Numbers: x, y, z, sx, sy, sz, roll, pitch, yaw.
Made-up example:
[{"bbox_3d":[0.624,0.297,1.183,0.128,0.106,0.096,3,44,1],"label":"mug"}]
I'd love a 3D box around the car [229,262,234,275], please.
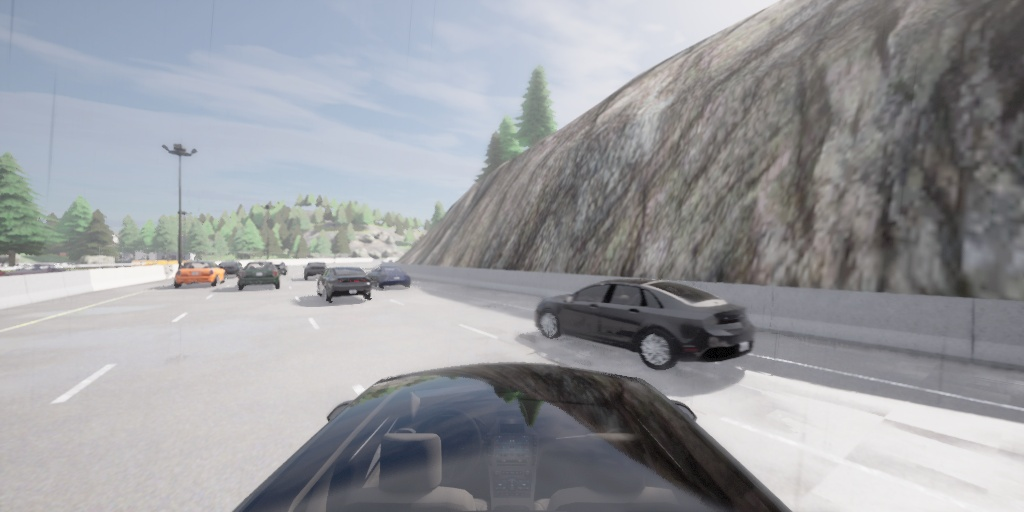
[{"bbox_3d":[-26.553,1.273,33.969,1.837,1.490,4.892,0,0,-29],"label":"car"}]

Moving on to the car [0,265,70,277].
[{"bbox_3d":[-34.496,1.337,26.191,1.994,1.385,4.181,0,0,-29],"label":"car"}]

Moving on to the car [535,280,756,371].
[{"bbox_3d":[2.459,1.257,7.901,1.837,1.490,4.892,0,0,-34],"label":"car"}]

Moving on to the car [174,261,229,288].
[{"bbox_3d":[-21.060,1.114,24.378,2.097,1.767,4.553,0,0,-32],"label":"car"}]

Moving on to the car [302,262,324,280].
[{"bbox_3d":[-17.514,1.270,32.076,1.837,1.490,4.892,0,0,-30],"label":"car"}]

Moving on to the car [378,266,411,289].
[{"bbox_3d":[-8.156,1.326,23.595,1.994,1.385,4.181,0,0,-33],"label":"car"}]

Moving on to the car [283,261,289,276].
[{"bbox_3d":[-23.872,1.260,36.372,2.128,1.511,4.902,0,0,-28],"label":"car"}]

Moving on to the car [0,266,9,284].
[{"bbox_3d":[-37.559,1.381,24.496,1.895,1.301,4.718,0,0,-29],"label":"car"}]

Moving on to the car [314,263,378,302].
[{"bbox_3d":[-8.107,1.263,17.220,1.837,1.490,4.892,0,0,-34],"label":"car"}]

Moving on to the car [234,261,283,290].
[{"bbox_3d":[-16.097,1.113,22.998,2.097,1.767,4.553,0,0,-33],"label":"car"}]
